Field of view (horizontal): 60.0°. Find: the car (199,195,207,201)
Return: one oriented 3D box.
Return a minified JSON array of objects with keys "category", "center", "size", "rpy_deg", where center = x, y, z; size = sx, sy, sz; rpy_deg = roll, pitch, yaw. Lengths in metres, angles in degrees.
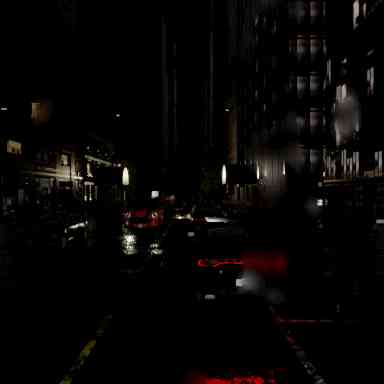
[{"category":"car","center":[2.866,1.564,85.890],"size":[1.752,1.417,4.829],"rpy_deg":[0,0,0]}]

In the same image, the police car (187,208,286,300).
[{"category":"police car","center":[0.918,1.425,8.562],"size":[1.930,1.638,5.238],"rpy_deg":[0,0,0]}]

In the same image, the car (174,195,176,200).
[{"category":"car","center":[-5.503,1.483,91.259],"size":[1.967,1.590,4.097],"rpy_deg":[0,0,0]}]

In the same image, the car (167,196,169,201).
[{"category":"car","center":[-5.572,1.457,58.114],"size":[1.967,1.590,4.097],"rpy_deg":[0,0,0]}]

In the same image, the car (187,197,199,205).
[{"category":"car","center":[0.124,1.582,58.899],"size":[1.994,1.385,4.181],"rpy_deg":[0,0,0]}]

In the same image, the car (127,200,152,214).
[{"category":"car","center":[-5.619,1.555,36.017],"size":[2.008,1.369,4.403],"rpy_deg":[0,0,0]}]

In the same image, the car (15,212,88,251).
[{"category":"car","center":[-5.665,1.550,13.921],"size":[2.008,1.369,4.403],"rpy_deg":[0,0,0]}]

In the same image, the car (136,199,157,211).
[{"category":"car","center":[-5.607,1.551,41.541],"size":[1.887,1.381,4.507],"rpy_deg":[0,0,0]}]

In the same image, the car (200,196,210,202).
[{"category":"car","center":[2.843,1.580,74.672],"size":[2.008,1.369,4.403],"rpy_deg":[0,0,0]}]

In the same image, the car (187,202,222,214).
[{"category":"car","center":[0.816,1.504,18.452],"size":[1.837,1.490,4.892],"rpy_deg":[0,0,0]}]

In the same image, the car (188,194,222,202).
[{"category":"car","center":[0.951,1.225,24.481],"size":[2.150,2.045,5.566],"rpy_deg":[0,0,0]}]

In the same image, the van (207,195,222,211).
[{"category":"van","center":[2.771,1.348,41.527],"size":[1.690,1.788,3.998],"rpy_deg":[0,0,0]}]

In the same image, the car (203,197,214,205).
[{"category":"car","center":[2.808,1.543,58.269],"size":[1.752,1.417,4.829],"rpy_deg":[0,0,0]}]

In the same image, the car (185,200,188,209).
[{"category":"car","center":[0.112,1.514,45.710],"size":[1.837,1.490,4.892],"rpy_deg":[0,0,0]}]

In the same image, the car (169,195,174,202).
[{"category":"car","center":[-5.537,1.611,74.686],"size":[1.802,1.307,4.206],"rpy_deg":[0,0,0]}]

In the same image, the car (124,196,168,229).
[{"category":"car","center":[-2.957,1.352,21.297],"size":[2.097,1.767,4.553],"rpy_deg":[0,0,0]}]
